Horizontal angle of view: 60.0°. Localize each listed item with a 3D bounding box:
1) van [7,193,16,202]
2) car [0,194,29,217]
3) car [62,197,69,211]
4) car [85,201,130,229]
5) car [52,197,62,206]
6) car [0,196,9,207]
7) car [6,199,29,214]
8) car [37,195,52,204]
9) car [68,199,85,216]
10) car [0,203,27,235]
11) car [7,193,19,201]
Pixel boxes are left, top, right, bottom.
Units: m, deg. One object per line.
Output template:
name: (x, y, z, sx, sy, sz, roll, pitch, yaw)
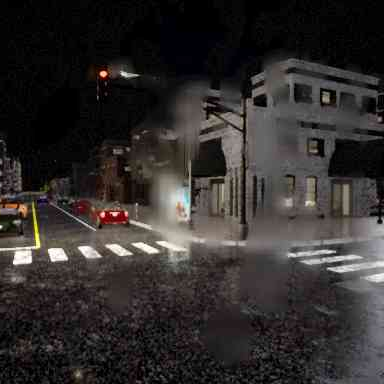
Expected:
van: (-40.188, 1.165, 74.119, 1.690, 1.788, 3.998, -1, 0, -26)
car: (-14.238, 1.261, 26.434, 2.097, 1.767, 4.553, 0, 0, -26)
car: (-12.820, 1.440, 36.743, 2.008, 1.369, 4.403, -1, 0, -26)
car: (-5.385, 1.366, 21.354, 1.967, 1.590, 4.097, -1, 0, -26)
car: (-20.254, 1.409, 52.131, 2.008, 1.369, 4.403, -1, 0, -26)
car: (-27.721, 1.386, 48.321, 1.752, 1.417, 4.829, -1, 0, -26)
car: (-18.518, 1.452, 35.471, 1.994, 1.385, 4.181, 0, 0, -26)
car: (-26.033, 1.411, 58.153, 1.994, 1.385, 4.181, 0, 0, -26)
car: (-10.341, 1.483, 31.614, 1.802, 1.307, 4.206, -1, 0, -26)
car: (-9.993, 1.495, 17.602, 1.994, 1.385, 4.181, 0, 0, -26)
car: (-42.666, 1.133, 79.247, 2.192, 1.841, 5.009, -1, 0, -26)
